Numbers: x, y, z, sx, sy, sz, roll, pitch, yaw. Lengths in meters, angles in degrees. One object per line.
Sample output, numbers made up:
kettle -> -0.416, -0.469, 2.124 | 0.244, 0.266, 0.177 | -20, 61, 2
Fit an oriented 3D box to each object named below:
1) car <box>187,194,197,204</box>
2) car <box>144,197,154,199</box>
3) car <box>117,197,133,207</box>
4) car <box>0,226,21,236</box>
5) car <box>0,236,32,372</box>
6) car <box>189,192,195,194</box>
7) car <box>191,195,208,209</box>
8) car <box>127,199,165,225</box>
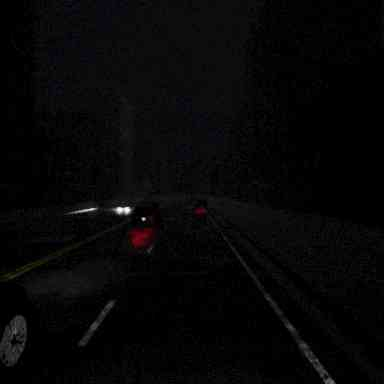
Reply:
car -> 0.002, 1.533, 64.017 | 2.033, 1.411, 5.357 | 0, 0, 0
car -> -6.578, 1.532, 50.784 | 2.033, 1.411, 5.357 | 0, 0, 0
car -> -9.828, 1.476, 49.580 | 2.128, 1.511, 4.902 | 0, 0, 0
car -> -6.600, 1.559, 9.419 | 1.994, 1.385, 4.181 | 0, 0, 0
car -> -3.149, 1.490, 2.744 | 2.128, 1.511, 4.902 | 0, 0, 0
car -> 0.003, 1.065, 83.826 | 2.150, 2.045, 5.566 | 0, 0, 0
car -> 1.139, 1.490, 44.287 | 1.837, 1.490, 4.892 | 0, 0, 0
car -> -3.150, 1.494, 24.113 | 1.837, 1.490, 4.892 | 0, 0, 0
